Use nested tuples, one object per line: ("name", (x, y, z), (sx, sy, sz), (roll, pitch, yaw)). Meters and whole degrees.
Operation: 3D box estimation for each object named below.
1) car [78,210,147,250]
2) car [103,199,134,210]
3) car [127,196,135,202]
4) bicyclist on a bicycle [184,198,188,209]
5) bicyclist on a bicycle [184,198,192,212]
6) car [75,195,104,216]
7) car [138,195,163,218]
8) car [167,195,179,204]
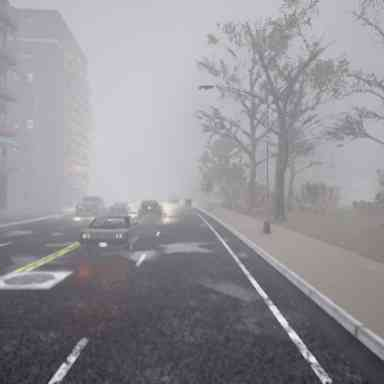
("car", (-3.331, 1.668, 14.524), (1.895, 1.301, 4.718), (0, 0, -1))
("car", (-7.510, 1.720, 34.539), (1.994, 1.385, 4.181), (0, 0, -3))
("car", (-14.091, 1.694, 76.475), (2.128, 1.511, 4.902), (0, 0, -6))
("bicyclist on a bicycle", (-0.868, 1.657, 48.761), (0.582, 1.620, 1.656), (0, -1, -4))
("bicyclist on a bicycle", (-0.279, 1.538, 39.608), (0.659, 1.776, 1.843), (0, 0, -3))
("car", (-10.819, 1.387, 35.723), (2.150, 2.045, 5.566), (0, 0, -3))
("car", (-3.951, 1.494, 32.213), (2.097, 1.767, 4.553), (0, 0, -3))
("car", (-3.811, 1.850, 72.131), (1.994, 1.385, 4.181), (0, 0, -6))
